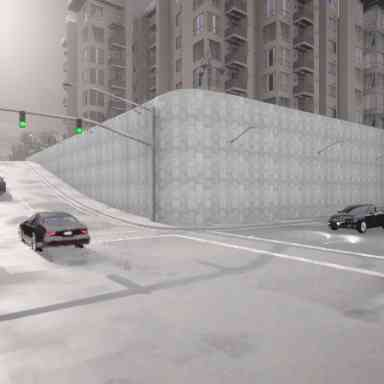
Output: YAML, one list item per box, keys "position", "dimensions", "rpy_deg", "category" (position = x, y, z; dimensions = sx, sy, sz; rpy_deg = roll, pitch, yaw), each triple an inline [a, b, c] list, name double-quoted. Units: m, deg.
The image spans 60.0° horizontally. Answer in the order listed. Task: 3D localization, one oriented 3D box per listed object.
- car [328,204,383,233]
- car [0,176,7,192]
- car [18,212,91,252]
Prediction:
- position: [10.056, 1.505, 19.773]
  dimensions: [4.892, 1.490, 1.837]
  rpy_deg: [0, 0, -36]
  category: "car"
- position: [-20.145, -1.009, 33.812]
  dimensions: [1.882, 1.535, 5.008]
  rpy_deg: [0, 11, -36]
  category: "car"
- position: [-5.962, 1.548, 14.084]
  dimensions: [2.033, 1.411, 5.357]
  rpy_deg: [0, 0, -36]
  category: "car"
